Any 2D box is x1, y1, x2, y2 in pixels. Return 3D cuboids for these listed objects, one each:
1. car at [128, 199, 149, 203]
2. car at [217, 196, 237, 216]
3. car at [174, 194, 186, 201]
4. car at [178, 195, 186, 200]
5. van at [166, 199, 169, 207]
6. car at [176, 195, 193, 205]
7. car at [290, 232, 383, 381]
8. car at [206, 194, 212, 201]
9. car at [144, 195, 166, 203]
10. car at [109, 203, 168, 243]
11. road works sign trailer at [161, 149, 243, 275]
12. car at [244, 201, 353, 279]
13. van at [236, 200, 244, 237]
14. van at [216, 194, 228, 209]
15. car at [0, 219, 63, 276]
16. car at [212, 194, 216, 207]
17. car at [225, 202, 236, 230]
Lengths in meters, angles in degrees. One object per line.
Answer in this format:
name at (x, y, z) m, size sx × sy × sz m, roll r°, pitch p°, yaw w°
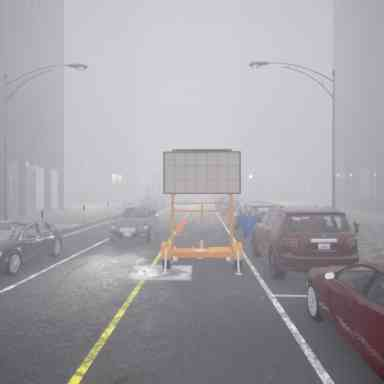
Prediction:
car at (-4.955, 1.524, 26.583) m, size 1.752 × 1.417 × 4.829 m, roll 0°, pitch 0°, yaw 2°
car at (3.754, 1.439, 31.994) m, size 1.967 × 1.590 × 4.097 m, roll 0°, pitch 0°, yaw 2°
car at (-3.231, 1.335, 81.389) m, size 2.192 × 1.841 × 5.009 m, roll 0°, pitch 0°, yaw 2°
car at (-2.876, 1.599, 92.670) m, size 1.947 × 1.339 × 4.313 m, roll 0°, pitch 0°, yaw 2°
van at (-4.427, 1.340, 43.319) m, size 1.690 × 1.788 × 3.998 m, roll 0°, pitch 0°, yaw 2°
car at (-1.223, 1.604, 57.166) m, size 1.895 × 1.301 × 4.718 m, roll 0°, pitch 0°, yaw 2°
car at (2.893, 1.544, 4.380) m, size 1.887 × 1.381 × 4.507 m, roll 0°, pitch 0°, yaw 2°
car at (5.290, 1.335, 81.112) m, size 2.192 × 1.841 × 5.009 m, roll 0°, pitch 0°, yaw 2°
car at (-4.602, 1.313, 37.797) m, size 2.192 × 1.841 × 5.009 m, roll 0°, pitch 0°, yaw 2°
car at (-2.608, 1.490, 16.227) m, size 2.128 × 1.511 × 4.902 m, roll 0°, pitch 0°, yaw 2°
road works sign trailer at (0.311, 0.463, 10.457) m, size 2.380 × 3.560 × 2.880 m, roll 0°, pitch 0°, yaw 2°
car at (3.065, 1.314, 9.903) m, size 2.192 × 1.841 × 5.009 m, roll 0°, pitch 0°, yaw 2°
van at (3.237, 1.340, 15.425) m, size 1.690 × 1.788 × 3.998 m, roll 0°, pitch 0°, yaw 2°
van at (3.926, 1.339, 37.516) m, size 1.690 × 1.788 × 3.998 m, roll 0°, pitch 0°, yaw 2°
car at (-5.472, 1.550, 10.186) m, size 2.008 × 1.369 × 4.403 m, roll 0°, pitch 0°, yaw 2°
car at (4.098, 1.314, 43.039) m, size 2.192 × 1.841 × 5.009 m, roll 0°, pitch 0°, yaw 2°
car at (3.410, 1.550, 20.949) m, size 2.008 × 1.369 × 4.403 m, roll 0°, pitch 0°, yaw 2°
